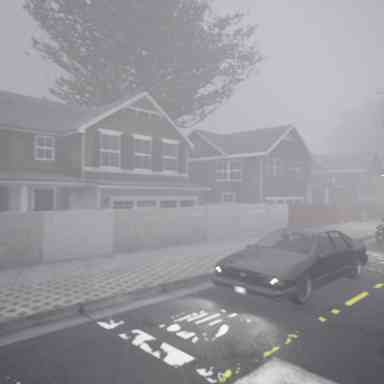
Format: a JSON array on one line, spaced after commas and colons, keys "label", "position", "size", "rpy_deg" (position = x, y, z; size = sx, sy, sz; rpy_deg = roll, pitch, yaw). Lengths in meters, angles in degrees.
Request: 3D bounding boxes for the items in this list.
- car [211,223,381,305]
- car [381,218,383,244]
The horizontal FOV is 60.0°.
[{"label": "car", "position": [2.867, 1.638, 8.628], "size": [5.357, 1.411, 2.033], "rpy_deg": [1, 0, -45]}, {"label": "car", "position": [10.664, 1.713, 16.357], "size": [5.008, 1.535, 1.882], "rpy_deg": [1, -1, -45]}]
